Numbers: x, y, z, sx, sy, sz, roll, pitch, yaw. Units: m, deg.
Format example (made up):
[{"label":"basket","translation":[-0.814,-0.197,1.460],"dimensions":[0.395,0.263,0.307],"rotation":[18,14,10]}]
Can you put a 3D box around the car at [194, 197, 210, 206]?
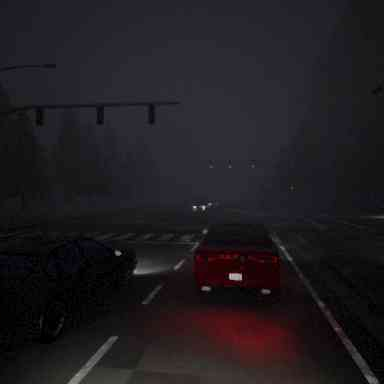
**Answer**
[{"label":"car","translation":[1.505,1.547,56.705],"dimensions":[1.812,1.442,4.674],"rotation":[0,0,9]}]

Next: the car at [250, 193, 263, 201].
[{"label":"car","translation":[17.525,1.257,83.074],"dimensions":[2.150,2.045,5.566],"rotation":[0,0,39]}]

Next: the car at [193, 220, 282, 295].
[{"label":"car","translation":[1.238,1.481,8.875],"dimensions":[1.882,1.535,5.008],"rotation":[0,0,9]}]

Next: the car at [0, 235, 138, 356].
[{"label":"car","translation":[-2.705,1.550,6.414],"dimensions":[2.033,1.411,5.357],"rotation":[0,0,9]}]

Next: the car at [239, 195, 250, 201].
[{"label":"car","translation":[13.701,1.510,83.805],"dimensions":[1.882,1.535,5.008],"rotation":[0,0,39]}]

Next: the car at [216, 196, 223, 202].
[{"label":"car","translation":[5.697,1.624,76.413],"dimensions":[1.895,1.301,4.718],"rotation":[0,0,21]}]

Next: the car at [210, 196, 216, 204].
[{"label":"car","translation":[3.127,1.589,66.449],"dimensions":[1.994,1.385,4.181],"rotation":[0,0,10]}]
